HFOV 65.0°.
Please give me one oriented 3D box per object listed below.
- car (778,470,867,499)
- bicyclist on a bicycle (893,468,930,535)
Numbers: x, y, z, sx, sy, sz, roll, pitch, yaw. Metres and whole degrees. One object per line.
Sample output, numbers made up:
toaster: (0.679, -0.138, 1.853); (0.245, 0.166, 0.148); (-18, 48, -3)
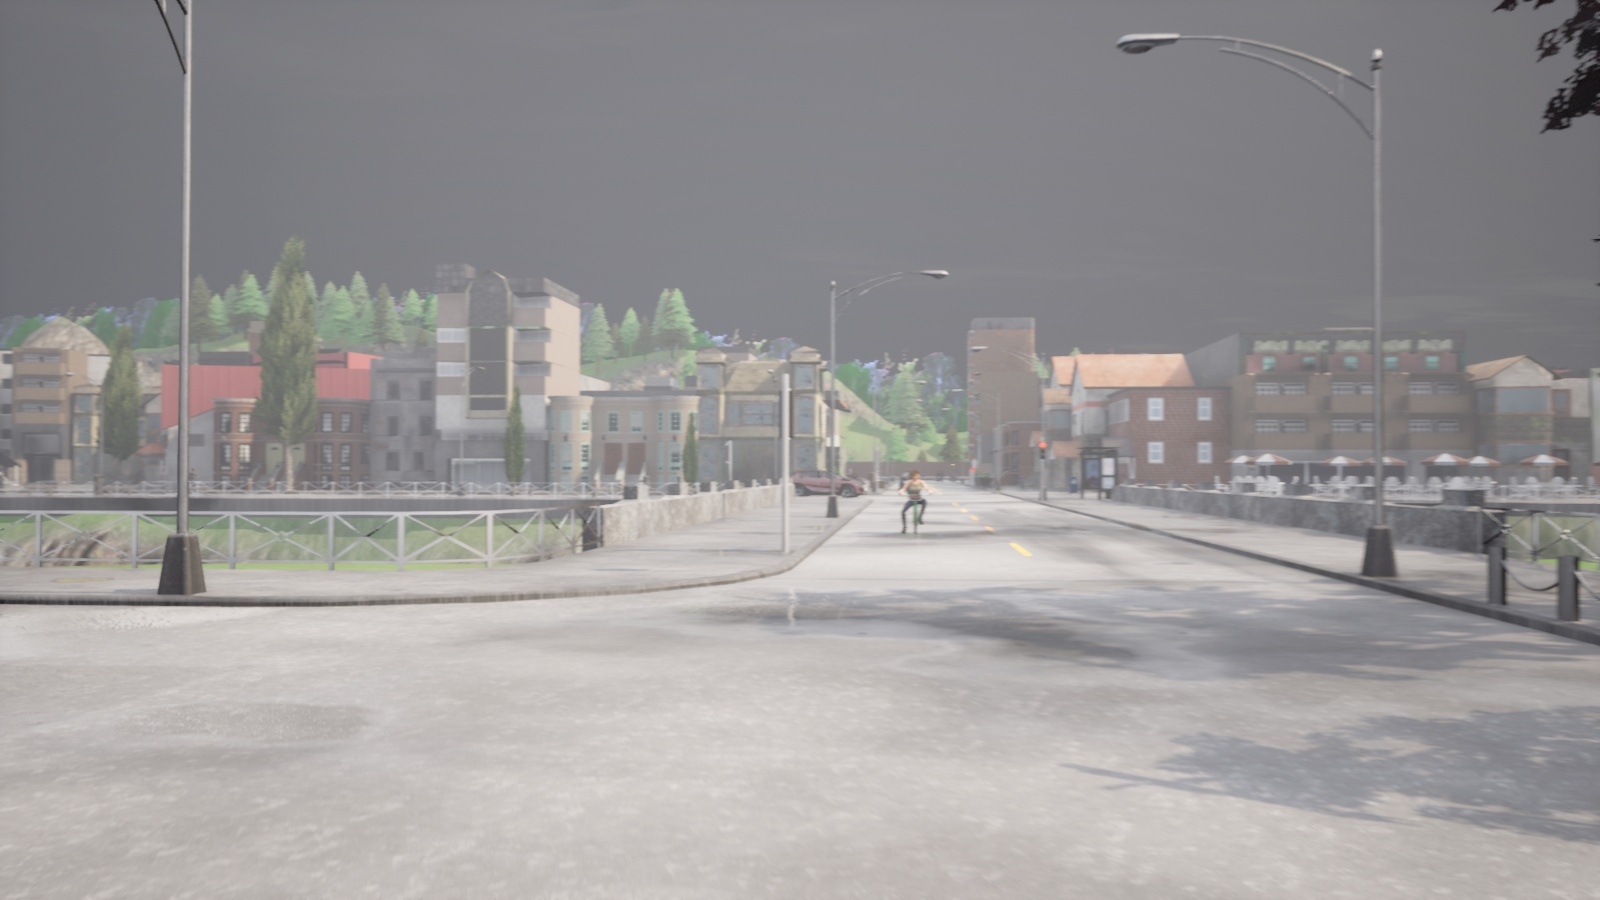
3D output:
car: (1.325, 1.985, 73.139); (4.856, 1.649, 2.033); (-1, -1, 15)
bicyclist on a bicycle: (2.778, 1.269, 31.355); (0.866, 1.612, 1.509); (0, -1, 5)
